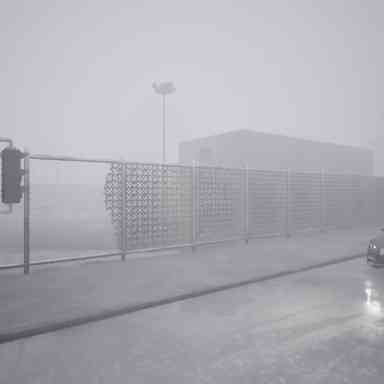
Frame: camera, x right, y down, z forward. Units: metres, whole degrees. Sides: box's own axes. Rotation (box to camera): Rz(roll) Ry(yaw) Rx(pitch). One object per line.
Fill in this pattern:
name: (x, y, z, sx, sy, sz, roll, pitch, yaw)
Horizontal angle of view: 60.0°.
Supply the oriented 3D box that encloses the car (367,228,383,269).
car: (7.106, 1.491, 9.989, 4.902, 1.511, 2.128, 0, 0, -37)
